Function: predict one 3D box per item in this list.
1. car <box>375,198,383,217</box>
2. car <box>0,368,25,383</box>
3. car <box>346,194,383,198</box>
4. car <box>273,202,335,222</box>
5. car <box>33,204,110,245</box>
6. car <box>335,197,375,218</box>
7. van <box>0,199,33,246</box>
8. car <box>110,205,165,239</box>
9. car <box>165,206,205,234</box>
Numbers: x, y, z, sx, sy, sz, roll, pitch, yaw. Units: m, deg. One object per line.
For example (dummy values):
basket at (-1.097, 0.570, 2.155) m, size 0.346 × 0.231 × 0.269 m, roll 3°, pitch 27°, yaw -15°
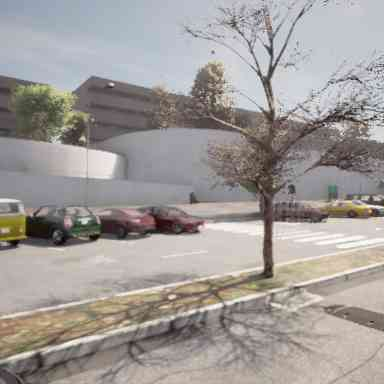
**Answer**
car at (15.567, 1.515, 31.364) m, size 4.674 × 1.452 × 2.002 m, roll -1°, pitch -1°, yaw 34°
car at (-3.044, 1.507, 0.960) m, size 4.892 × 1.490 × 1.837 m, roll -1°, pitch 0°, yaw -36°
car at (18.041, 1.216, 33.093) m, size 5.566 × 2.045 × 2.435 m, roll -1°, pitch -1°, yaw 35°
car at (8.257, 1.516, 26.119) m, size 4.792 × 1.488 × 2.163 m, roll -1°, pitch -1°, yaw 34°
car at (-6.399, 1.366, 15.674) m, size 4.553 × 1.767 × 2.185 m, roll -1°, pitch 0°, yaw 34°
car at (12.967, 1.481, 29.717) m, size 5.366 × 1.575 × 1.946 m, roll -1°, pitch 0°, yaw 35°
van at (-8.951, 1.269, 14.026) m, size 4.442 × 1.987 × 1.878 m, roll -1°, pitch 0°, yaw 35°
car at (-3.991, 1.531, 17.417) m, size 4.674 × 1.452 × 2.002 m, roll -1°, pitch 0°, yaw 35°
car at (-1.521, 1.520, 19.152) m, size 4.792 × 1.488 × 2.163 m, roll -1°, pitch -1°, yaw 34°
